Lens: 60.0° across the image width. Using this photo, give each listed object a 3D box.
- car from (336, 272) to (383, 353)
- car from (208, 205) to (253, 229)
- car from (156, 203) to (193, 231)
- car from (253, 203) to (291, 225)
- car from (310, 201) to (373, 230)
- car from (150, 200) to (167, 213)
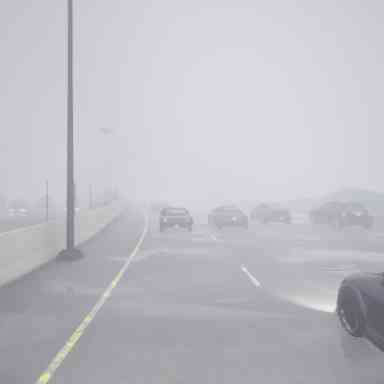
[{"bbox_3d":[3.460,1.563,3.990,1.994,1.385,4.181,0,0,-1],"label":"car"},{"bbox_3d":[2.275,1.560,21.758,1.994,1.385,4.181,0,0,-6],"label":"car"},{"bbox_3d":[-1.099,1.597,20.644,1.895,1.301,4.718,0,0,-6],"label":"car"},{"bbox_3d":[5.551,1.521,23.839,1.812,1.442,4.674,0,0,-7],"label":"car"},{"bbox_3d":[9.367,1.348,21.304,2.097,1.767,4.553,0,0,-6],"label":"car"},{"bbox_3d":[-3.673,1.594,37.171,1.895,1.301,4.718,0,0,-11],"label":"car"}]
